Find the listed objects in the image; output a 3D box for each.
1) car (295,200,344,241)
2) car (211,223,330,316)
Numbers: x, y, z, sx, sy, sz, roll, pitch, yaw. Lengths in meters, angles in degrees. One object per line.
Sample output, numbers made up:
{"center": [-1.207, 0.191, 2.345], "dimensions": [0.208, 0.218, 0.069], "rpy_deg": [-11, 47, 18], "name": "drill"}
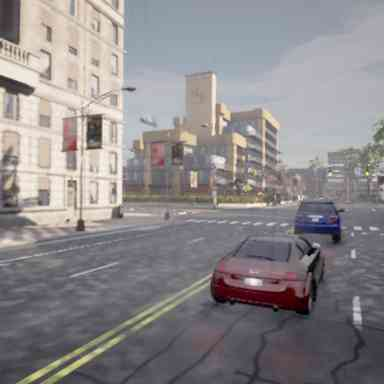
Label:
{"center": [7.110, 1.458, 18.462], "dimensions": [2.150, 2.045, 5.566], "rpy_deg": [0, 0, 26], "name": "car"}
{"center": [2.012, 1.656, 7.940], "dimensions": [1.994, 1.385, 4.181], "rpy_deg": [0, -1, 26], "name": "car"}
